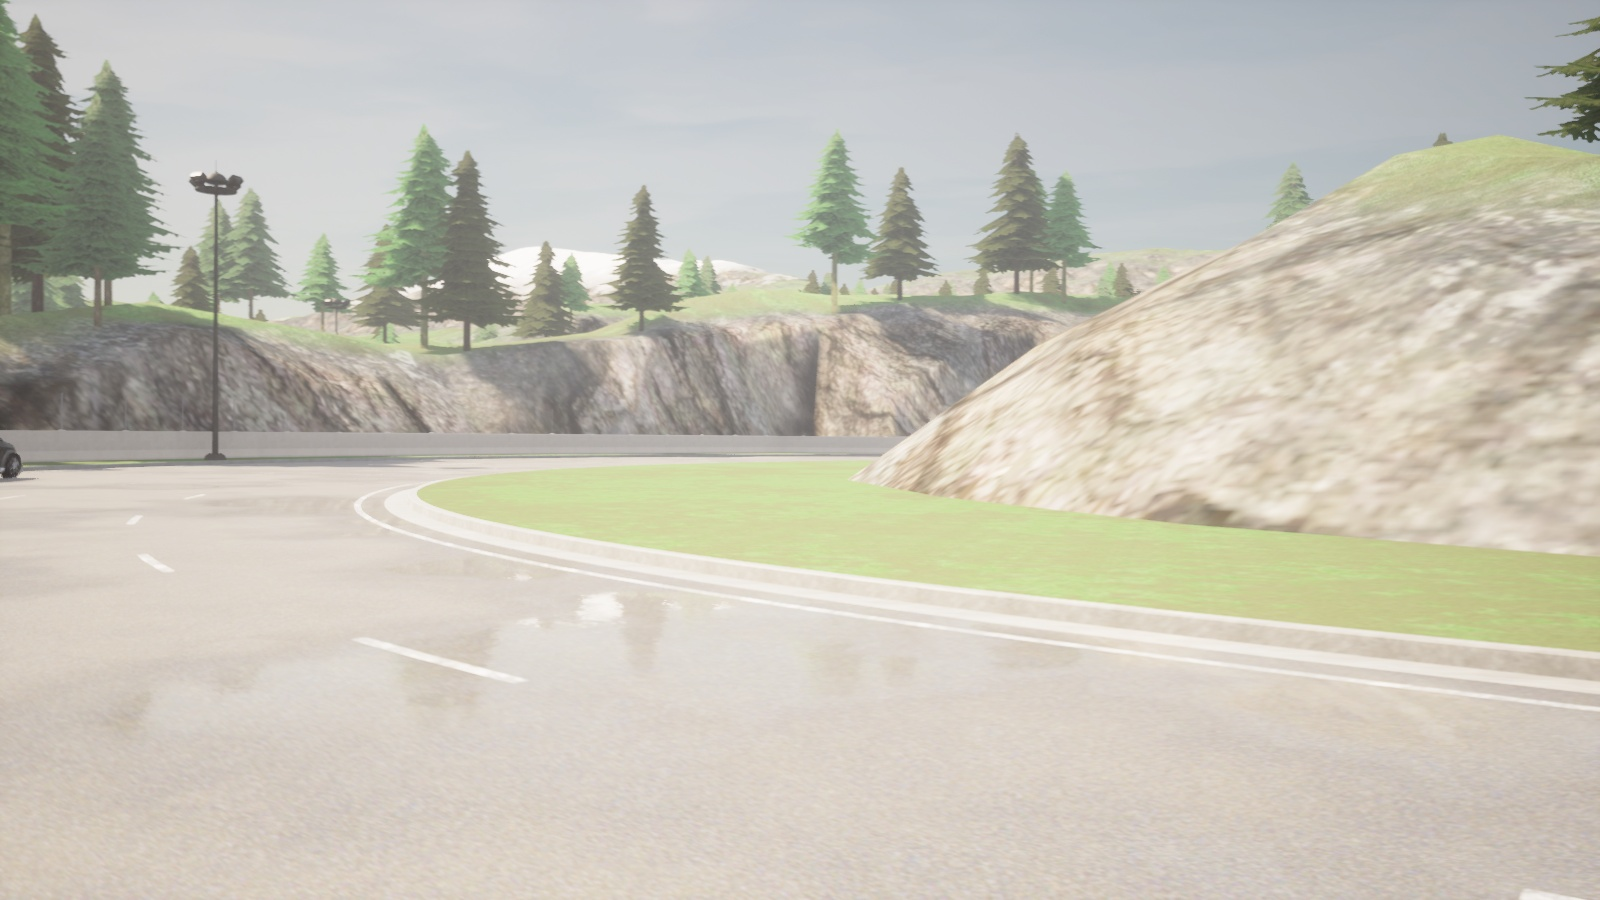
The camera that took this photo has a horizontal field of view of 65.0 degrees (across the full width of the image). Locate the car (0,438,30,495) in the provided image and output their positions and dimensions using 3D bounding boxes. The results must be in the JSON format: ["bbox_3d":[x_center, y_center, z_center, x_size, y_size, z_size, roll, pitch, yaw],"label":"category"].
[{"bbox_3d":[-22.802,0.469,33.988,1.789,1.549,3.705,-1,1,-4],"label":"car"}]
